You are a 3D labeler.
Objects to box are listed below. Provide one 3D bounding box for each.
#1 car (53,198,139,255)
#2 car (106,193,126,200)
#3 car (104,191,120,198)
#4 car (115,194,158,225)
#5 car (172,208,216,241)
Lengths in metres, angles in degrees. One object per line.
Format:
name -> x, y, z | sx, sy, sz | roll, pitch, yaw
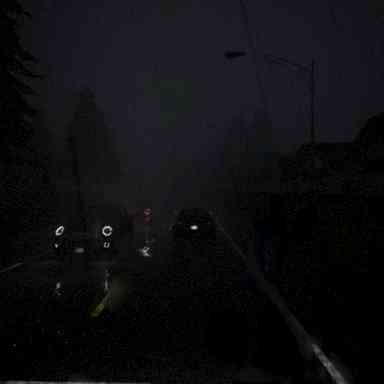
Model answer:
car -> -3.591, 1.273, 12.896 | 2.097, 1.767, 4.553 | 0, 0, 0
car -> -16.191, 0.917, 70.758 | 3.806, 1.475, 1.970 | 0, 0, -1
car -> -16.782, 0.655, 67.428 | 3.866, 1.878, 1.905 | 0, 0, -1
car -> -3.586, 1.210, 22.815 | 2.097, 1.767, 4.553 | 0, 0, 0
car -> 0.098, 1.463, 16.086 | 1.994, 1.385, 4.181 | 0, 0, 0
